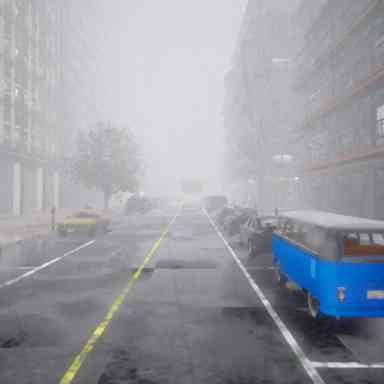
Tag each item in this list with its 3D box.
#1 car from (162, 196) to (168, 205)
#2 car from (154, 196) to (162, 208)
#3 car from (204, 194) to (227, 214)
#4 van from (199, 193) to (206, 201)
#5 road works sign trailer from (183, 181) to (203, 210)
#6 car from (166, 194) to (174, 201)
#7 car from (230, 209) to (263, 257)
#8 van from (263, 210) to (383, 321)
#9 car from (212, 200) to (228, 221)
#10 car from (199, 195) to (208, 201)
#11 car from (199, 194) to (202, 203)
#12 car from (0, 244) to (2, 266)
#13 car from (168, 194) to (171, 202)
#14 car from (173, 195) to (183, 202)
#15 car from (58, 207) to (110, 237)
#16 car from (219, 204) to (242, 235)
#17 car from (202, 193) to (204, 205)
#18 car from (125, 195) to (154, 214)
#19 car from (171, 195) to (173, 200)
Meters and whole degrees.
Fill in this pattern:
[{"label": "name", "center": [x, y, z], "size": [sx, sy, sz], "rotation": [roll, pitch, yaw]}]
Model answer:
[{"label": "car", "center": [-5.681, 1.545, 57.909], "size": [1.802, 1.307, 4.206], "rotation": [1, 0, 0]}, {"label": "car", "center": [-5.680, 1.520, 46.596], "size": [1.887, 1.381, 4.507], "rotation": [1, 0, 0]}, {"label": "car", "center": [2.703, 1.300, 35.249], "size": [2.192, 1.841, 5.009], "rotation": [1, 0, 0]}, {"label": "van", "center": [2.703, 1.261, 86.159], "size": [1.690, 1.788, 3.998], "rotation": [1, 0, 0]}, {"label": "road works sign trailer", "center": [0.000, 0.444, 42.469], "size": [2.380, 3.560, 2.880], "rotation": [0, 0, 0]}, {"label": "car", "center": [-5.678, 1.360, 86.195], "size": [1.967, 1.590, 4.097], "rotation": [1, 0, 0]}, {"label": "car", "center": [2.811, 1.550, 12.624], "size": [2.008, 1.369, 4.403], "rotation": [1, 0, 0]}, {"label": "van", "center": [2.832, 1.341, 6.964], "size": [1.690, 1.788, 3.998], "rotation": [1, 0, 0]}, {"label": "car", "center": [2.723, 1.538, 23.937], "size": [1.887, 1.381, 4.507], "rotation": [1, 0, 0]}, {"label": "car", "center": [2.700, 1.495, 80.502], "size": [1.947, 1.339, 4.313], "rotation": [1, 0, 0]}, {"label": "car", "center": [2.701, 1.488, 58.046], "size": [1.752, 1.417, 4.829], "rotation": [1, 0, 0]}, {"label": "car", "center": [-5.811, 1.551, 6.995], "size": [2.008, 1.369, 4.403], "rotation": [1, 0, 0]}, {"label": "car", "center": [-5.680, 1.501, 63.566], "size": [1.887, 1.381, 4.507], "rotation": [1, 0, 0]}, {"label": "car", "center": [-3.000, 1.490, 75.932], "size": [1.895, 1.301, 4.718], "rotation": [0, 0, 0]}, {"label": "car", "center": [-5.747, 1.522, 18.143], "size": [1.752, 1.417, 4.829], "rotation": [1, 0, 0]}, {"label": "car", "center": [2.767, 1.563, 18.281], "size": [1.947, 1.339, 4.313], "rotation": [1, 0, 0]}, {"label": "car", "center": [2.703, 1.296, 40.906], "size": [2.192, 1.841, 5.009], "rotation": [1, 0, 0]}, {"label": "car", "center": [-5.677, 1.300, 35.282], "size": [2.192, 1.841, 5.009], "rotation": [1, 0, 0]}, {"label": "car", "center": [-5.680, 1.513, 69.223], "size": [1.947, 1.339, 4.313], "rotation": [1, 0, 0]}]
